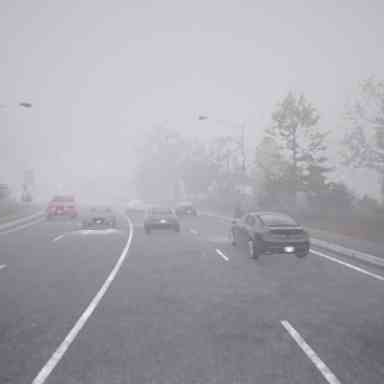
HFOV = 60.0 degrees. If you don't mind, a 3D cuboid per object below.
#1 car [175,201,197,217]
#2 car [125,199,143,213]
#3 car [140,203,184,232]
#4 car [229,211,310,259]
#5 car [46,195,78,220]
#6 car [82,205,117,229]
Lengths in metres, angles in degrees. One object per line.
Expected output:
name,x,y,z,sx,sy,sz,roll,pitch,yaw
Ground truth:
car,-0.873,1.540,31.311,1.812,1.442,4.674,0,0,-15
car,-6.333,1.553,37.199,1.812,1.442,4.674,0,0,-18
car,-1.927,1.575,20.147,1.994,1.385,4.181,0,0,-10
car,2.708,1.500,12.551,1.837,1.490,4.892,0,0,-6
car,-11.210,1.256,29.088,2.150,2.045,5.566,0,0,-15
car,-5.977,1.585,21.846,1.994,1.385,4.181,0,0,-12
